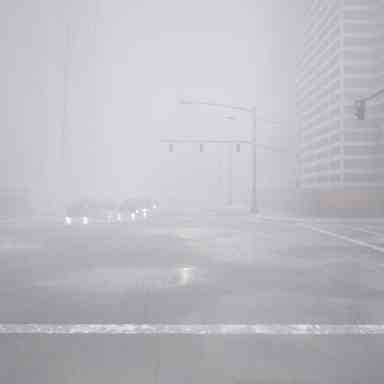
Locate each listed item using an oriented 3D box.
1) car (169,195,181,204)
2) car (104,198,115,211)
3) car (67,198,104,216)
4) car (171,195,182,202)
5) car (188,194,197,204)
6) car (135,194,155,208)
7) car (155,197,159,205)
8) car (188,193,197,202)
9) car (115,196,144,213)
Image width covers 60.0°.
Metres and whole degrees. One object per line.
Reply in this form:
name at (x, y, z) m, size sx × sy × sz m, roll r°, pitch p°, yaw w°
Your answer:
car at (-3.423, 1.491, 64.148) m, size 2.128 × 1.511 × 4.902 m, roll 0°, pitch 0°, yaw 0°
car at (-10.547, 1.478, 41.903) m, size 1.882 × 1.535 × 5.008 m, roll 0°, pitch 0°, yaw 0°
car at (-10.598, 1.352, 32.771) m, size 2.097 × 1.767 × 4.553 m, roll 0°, pitch 0°, yaw 1°
car at (-3.411, 1.354, 74.432) m, size 2.128 × 1.511 × 4.902 m, roll 0°, pitch 0°, yaw 0°
car at (0.077, 1.547, 64.144) m, size 2.033 × 1.411 × 5.357 m, roll 0°, pitch 0°, yaw 0°
car at (-7.039, 1.491, 48.238) m, size 2.128 × 1.511 × 4.902 m, roll 0°, pitch 0°, yaw 0°
car at (-7.009, 1.601, 58.562) m, size 1.895 × 1.301 × 4.718 m, roll 0°, pitch 0°, yaw 0°
car at (0.089, 1.184, 74.398) m, size 2.097 × 1.767 × 4.553 m, roll 0°, pitch 0°, yaw 0°
car at (-7.054, 1.505, 37.887) m, size 1.837 × 1.490 × 4.892 m, roll 0°, pitch 0°, yaw 0°
